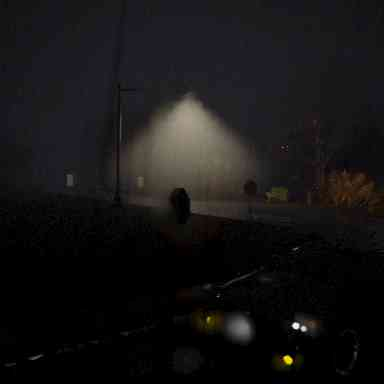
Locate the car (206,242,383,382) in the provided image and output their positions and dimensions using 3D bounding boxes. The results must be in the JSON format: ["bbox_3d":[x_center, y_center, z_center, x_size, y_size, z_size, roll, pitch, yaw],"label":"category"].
[{"bbox_3d":[2.282,1.579,5.474,4.181,1.385,1.994,0,0,-35],"label":"car"}]

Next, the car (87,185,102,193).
[{"bbox_3d":[-17.426,-0.563,59.896,1.882,1.535,5.008,0,2,-35],"label":"car"}]

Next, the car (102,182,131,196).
[{"bbox_3d":[-11.405,-0.484,51.414,2.150,2.045,5.566,0,2,-35],"label":"car"}]
